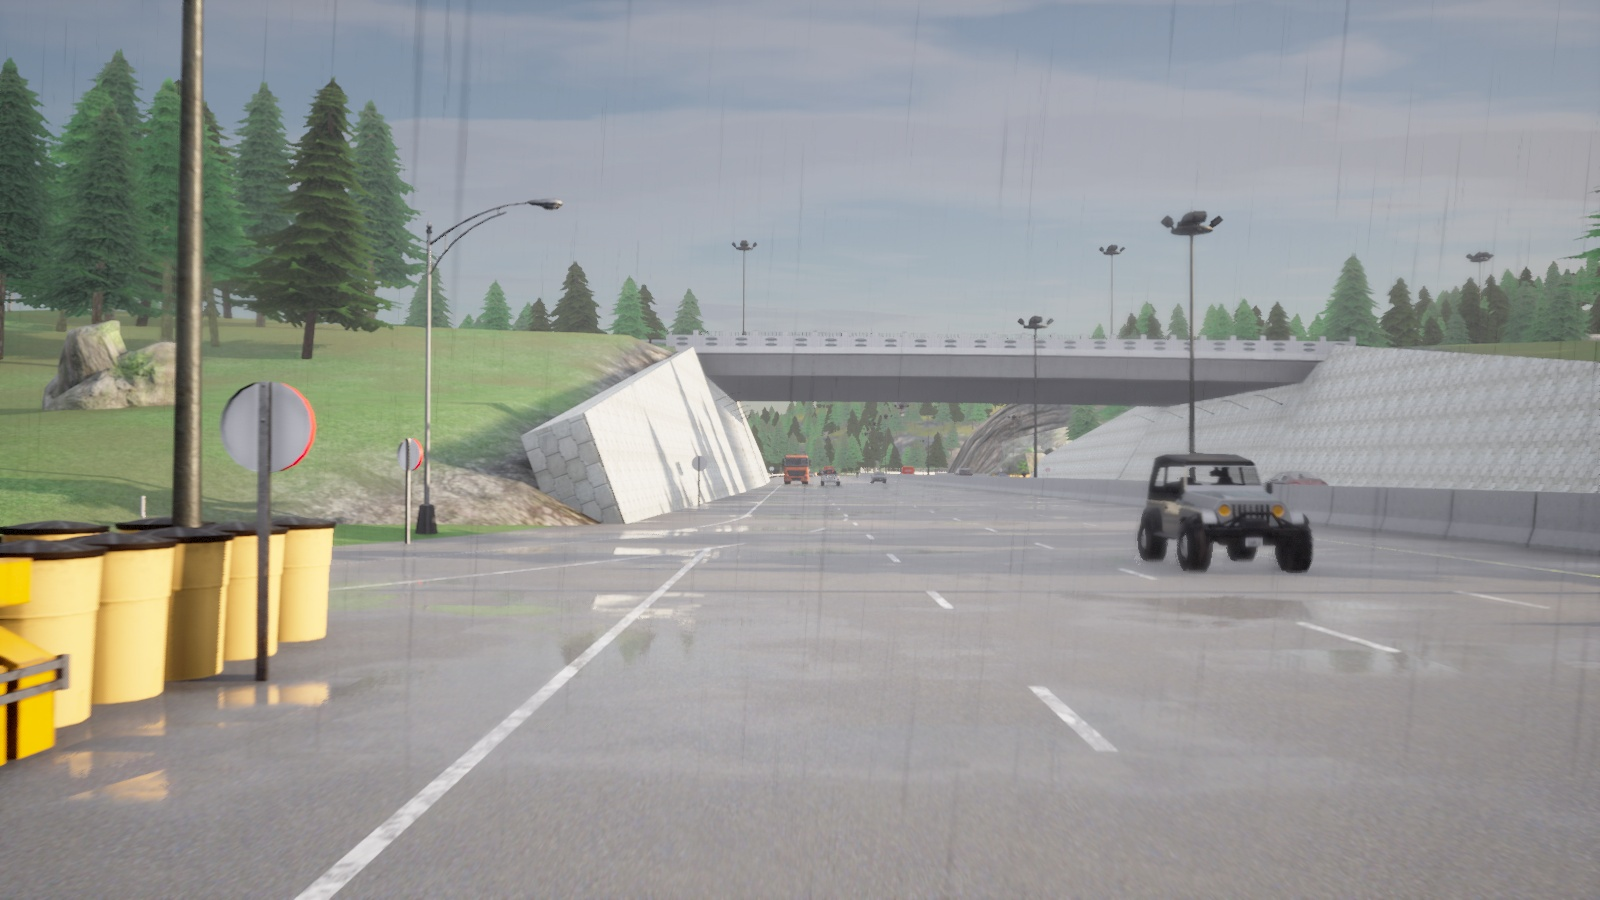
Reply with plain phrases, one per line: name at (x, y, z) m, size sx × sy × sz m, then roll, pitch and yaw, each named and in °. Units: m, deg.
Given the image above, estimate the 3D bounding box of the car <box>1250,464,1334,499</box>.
car at (24.348, 1.537, 62.333) m, size 2.152 × 1.651 × 5.027 m, roll 0°, pitch -1°, yaw 0°

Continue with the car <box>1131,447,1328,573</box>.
car at (6.949, 0.930, 20.773) m, size 1.905 × 1.878 × 3.866 m, roll 0°, pitch -1°, yaw 0°
